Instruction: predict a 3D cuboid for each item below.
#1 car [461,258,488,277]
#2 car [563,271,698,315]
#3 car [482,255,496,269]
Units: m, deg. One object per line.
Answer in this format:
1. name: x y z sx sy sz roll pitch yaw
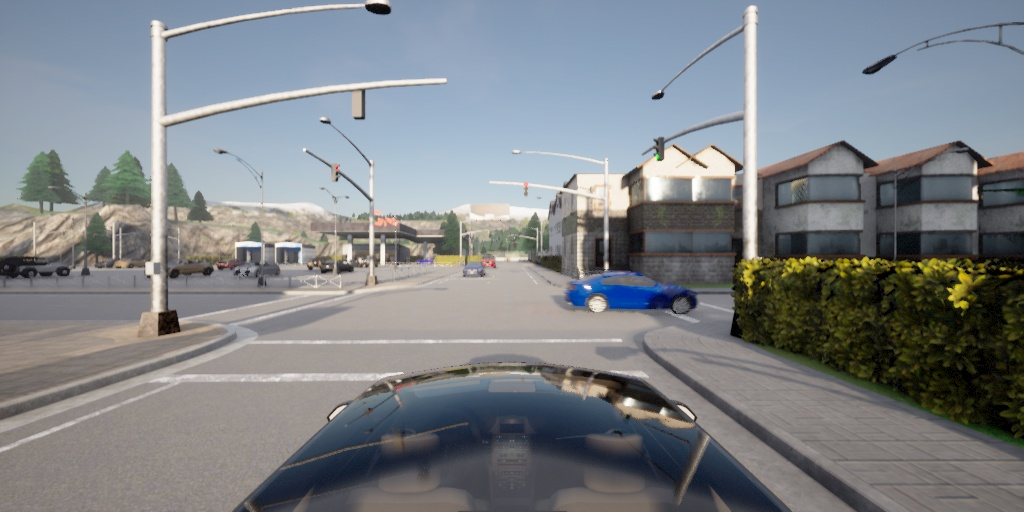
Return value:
1. car: -3.589 1.231 34.560 1.812 1.442 4.674 0 0 0
2. car: 4.515 1.357 13.897 5.008 1.535 1.882 1 0 0
3. car: -3.544 0.902 53.798 2.150 2.045 5.566 0 0 1
